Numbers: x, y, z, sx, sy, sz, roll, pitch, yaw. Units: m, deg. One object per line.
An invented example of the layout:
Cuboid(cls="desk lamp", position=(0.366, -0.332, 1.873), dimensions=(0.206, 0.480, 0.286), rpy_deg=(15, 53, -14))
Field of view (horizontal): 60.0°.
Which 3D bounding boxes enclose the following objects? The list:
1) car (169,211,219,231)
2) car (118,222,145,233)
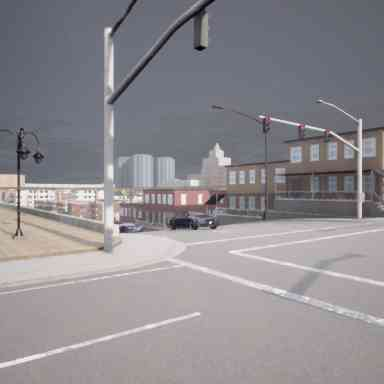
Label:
Cuboid(cls="car", position=(0.061, 2.054, 24.187), dimensions=(1.994, 1.385, 4.181), rpy_deg=(0, -4, -36))
Cuboid(cls="car", position=(-6.425, 3.719, 32.984), dimensions=(1.812, 1.442, 4.674), rpy_deg=(0, -12, -36))
